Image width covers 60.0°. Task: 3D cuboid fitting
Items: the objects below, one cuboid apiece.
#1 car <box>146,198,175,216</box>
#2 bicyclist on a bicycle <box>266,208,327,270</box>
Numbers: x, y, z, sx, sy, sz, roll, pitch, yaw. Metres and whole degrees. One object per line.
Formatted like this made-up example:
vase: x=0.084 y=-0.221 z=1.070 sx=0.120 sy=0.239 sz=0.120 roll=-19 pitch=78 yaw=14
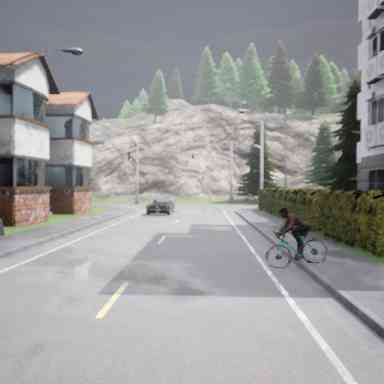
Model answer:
car: x=-2.507 y=1.178 z=27.115 sx=1.895 sy=1.301 sz=4.718 roll=0 pitch=1 yaw=2
bicyclist on a bicycle: x=2.734 y=1.220 z=8.924 sx=1.656 sy=1.620 sz=0.582 roll=-9 pitch=1 yaw=2
